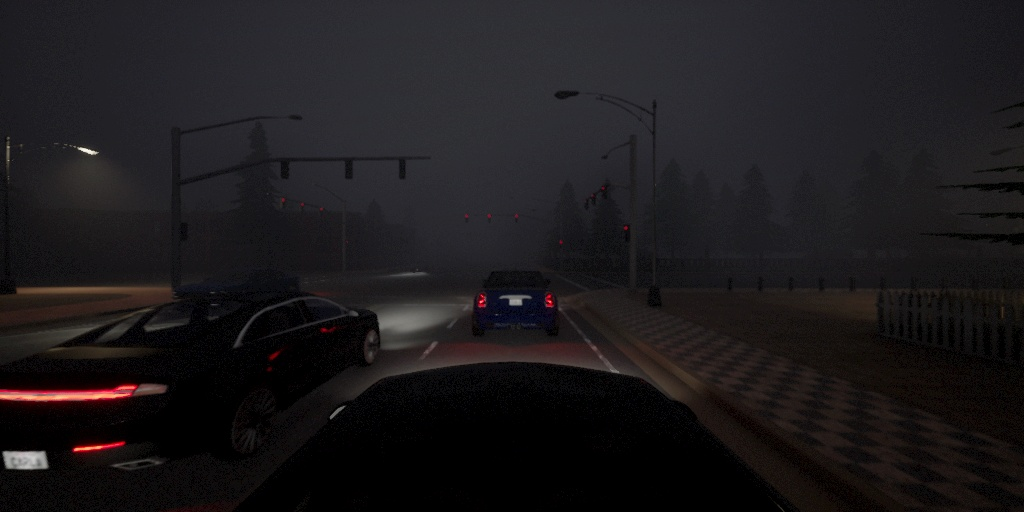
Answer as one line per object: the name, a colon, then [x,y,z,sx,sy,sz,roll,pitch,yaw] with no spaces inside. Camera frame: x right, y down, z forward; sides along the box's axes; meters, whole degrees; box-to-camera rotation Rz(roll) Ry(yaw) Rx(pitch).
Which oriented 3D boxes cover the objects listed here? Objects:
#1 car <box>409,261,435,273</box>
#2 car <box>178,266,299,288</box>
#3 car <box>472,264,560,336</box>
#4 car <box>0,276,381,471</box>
car: [-10.413,1.193,41.656,1.895,1.301,4.718,0,0,0]
car: [-10.475,1.199,14.102,1.882,1.535,5.008,0,0,0]
car: [0.099,1.070,10.393,2.097,1.767,4.553,0,0,0]
car: [-3.435,1.229,4.976,2.128,1.511,4.902,0,0,1]
